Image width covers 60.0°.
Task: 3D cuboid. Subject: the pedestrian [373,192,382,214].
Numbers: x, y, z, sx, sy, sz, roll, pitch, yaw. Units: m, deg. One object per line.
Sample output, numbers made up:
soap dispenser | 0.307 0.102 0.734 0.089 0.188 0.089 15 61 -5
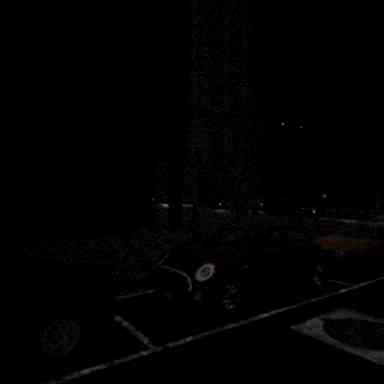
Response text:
pedestrian | 15.325 0.905 27.502 0.375 1.860 0.375 1 -1 -36

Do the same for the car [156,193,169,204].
car | -3.741 0.830 43.325 1.812 1.442 4.674 0 1 -36

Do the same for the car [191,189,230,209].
car | 2.078 0.715 35.229 2.150 2.045 5.566 0 1 -36

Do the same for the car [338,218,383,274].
car | 5.468 1.528 10.582 4.829 1.417 1.752 0 0 -36

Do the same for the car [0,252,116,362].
car | -3.262 1.545 4.320 4.507 1.381 1.887 0 0 -36

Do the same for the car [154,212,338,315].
car | 1.172 1.442 7.501 4.097 1.590 1.967 0 0 -36

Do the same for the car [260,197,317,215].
car | 7.833 1.175 27.237 2.128 1.511 4.902 0 1 -36
